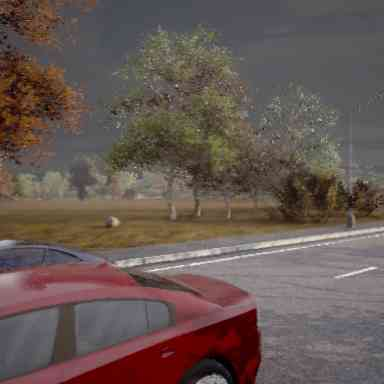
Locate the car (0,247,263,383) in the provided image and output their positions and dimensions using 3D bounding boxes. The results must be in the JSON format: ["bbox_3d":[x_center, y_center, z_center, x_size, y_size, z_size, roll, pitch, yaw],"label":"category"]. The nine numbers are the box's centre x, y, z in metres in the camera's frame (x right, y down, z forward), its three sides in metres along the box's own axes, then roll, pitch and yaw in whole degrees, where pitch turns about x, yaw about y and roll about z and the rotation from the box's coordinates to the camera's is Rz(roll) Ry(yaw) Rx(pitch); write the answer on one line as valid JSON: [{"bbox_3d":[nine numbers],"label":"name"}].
[{"bbox_3d":[-1.577,1.478,2.866,5.008,1.535,1.882,0,0,-35],"label":"car"}]

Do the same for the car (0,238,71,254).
[{"bbox_3d":[-3.399,1.565,5.866,4.181,1.385,1.994,0,0,-35],"label":"car"}]
